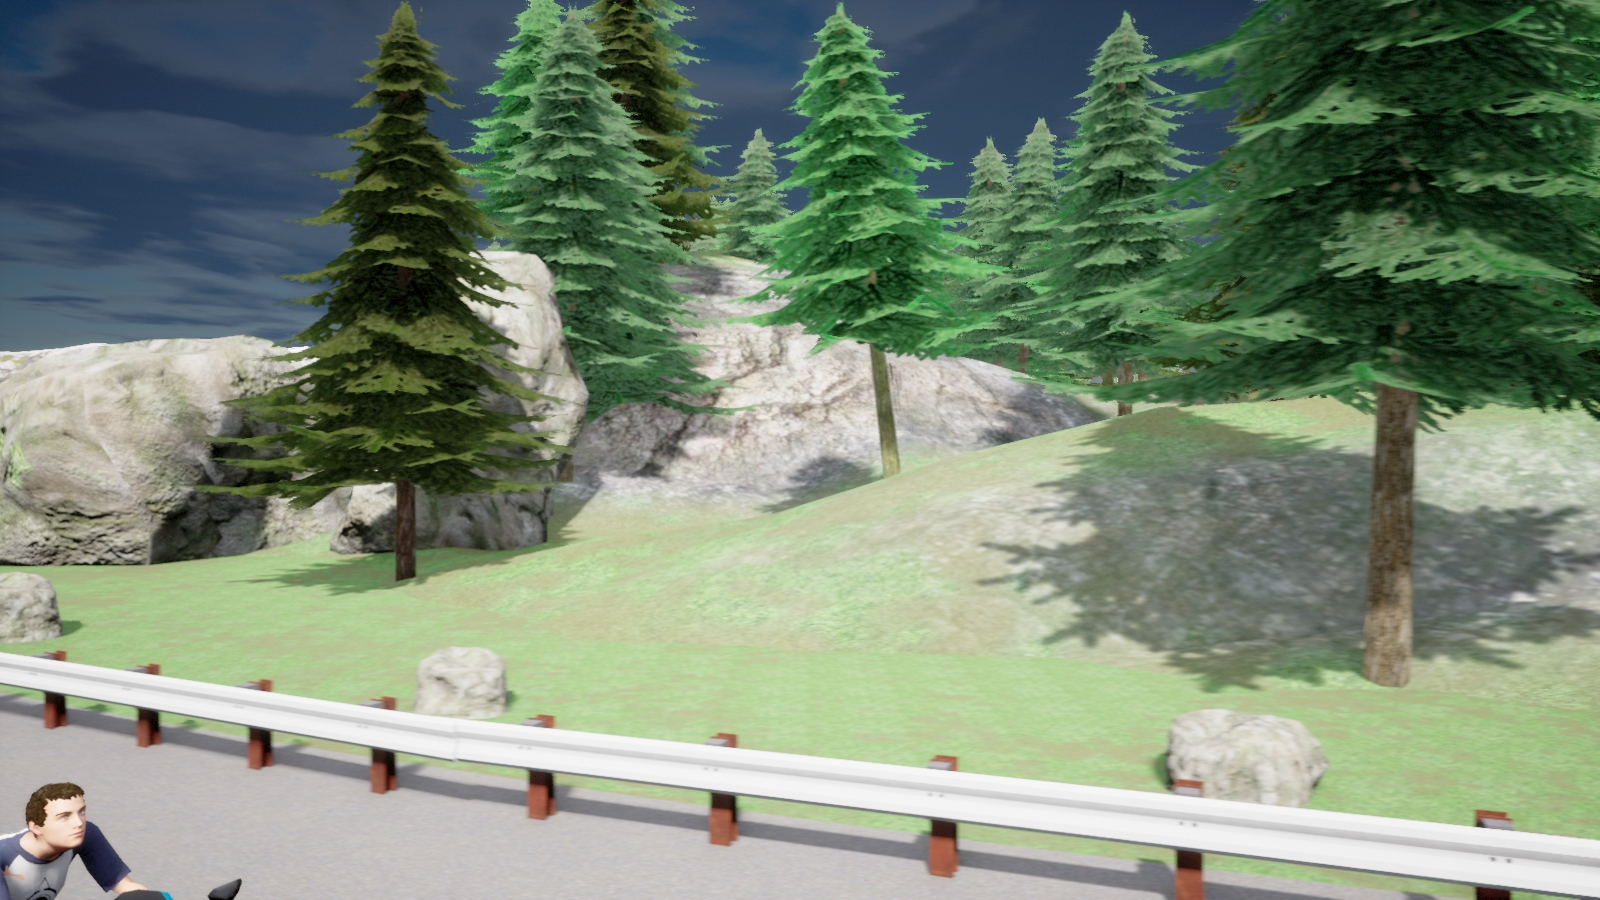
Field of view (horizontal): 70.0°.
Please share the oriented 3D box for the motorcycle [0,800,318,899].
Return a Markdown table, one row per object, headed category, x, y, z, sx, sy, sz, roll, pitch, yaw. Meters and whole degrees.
| category | x | y | z | sx | sy | sz | roll | pitch | yaw |
| --- | --- | --- | --- | --- | --- | --- | --- | --- | --- |
| motorcycle | -2.940 | 2.176 | 4.407 | 2.033 | 1.217 | 0.803 | 0 | 0 | 23 |
